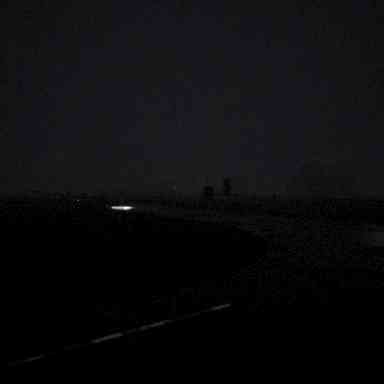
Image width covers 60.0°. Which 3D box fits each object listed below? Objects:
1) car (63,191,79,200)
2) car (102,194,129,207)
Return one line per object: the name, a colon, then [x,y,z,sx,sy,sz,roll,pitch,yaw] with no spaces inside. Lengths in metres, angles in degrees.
car: [-20.305,0.611,55.153,1.994,1.385,4.181,-1,2,-35]
car: [-9.016,0.917,38.981,1.994,1.385,4.181,-1,2,-35]
